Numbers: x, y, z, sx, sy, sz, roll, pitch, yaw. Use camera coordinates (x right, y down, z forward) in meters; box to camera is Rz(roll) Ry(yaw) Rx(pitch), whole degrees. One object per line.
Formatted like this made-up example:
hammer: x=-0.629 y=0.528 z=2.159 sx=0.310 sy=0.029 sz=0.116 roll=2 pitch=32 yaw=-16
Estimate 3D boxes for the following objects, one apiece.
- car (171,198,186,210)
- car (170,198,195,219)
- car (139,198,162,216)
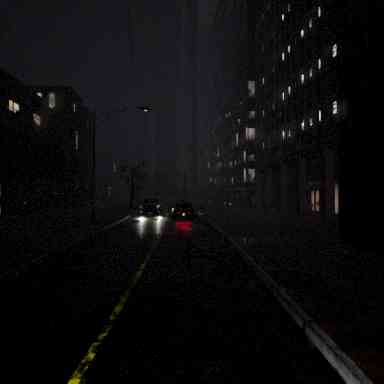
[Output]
car: x=-1.817 y=1.510 z=42.890 sx=1.812 sy=1.442 sz=4.674 roll=0 pitch=0 yaw=-5
car: x=-0.800 y=1.501 z=28.857 sx=1.837 sy=1.490 sz=4.892 roll=0 pitch=0 yaw=-3
car: x=-3.945 y=1.341 z=32.114 sx=2.097 sy=1.767 sz=4.553 roll=0 pitch=0 yaw=-4
